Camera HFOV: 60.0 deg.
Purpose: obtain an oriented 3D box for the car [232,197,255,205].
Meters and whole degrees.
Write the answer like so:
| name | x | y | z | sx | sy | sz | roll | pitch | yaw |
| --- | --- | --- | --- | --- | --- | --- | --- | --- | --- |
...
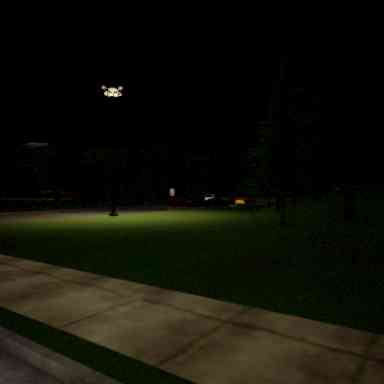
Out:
| name | x | y | z | sx | sy | sz | roll | pitch | yaw |
| --- | --- | --- | --- | --- | --- | --- | --- | --- | --- |
| car | 9.685 | 1.606 | 60.279 | 1.882 | 1.535 | 5.008 | 0 | 0 | 36 |

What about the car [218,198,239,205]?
| name | x | y | z | sx | sy | sz | roll | pitch | yaw |
| --- | --- | --- | --- | --- | --- | --- | --- | --- | --- |
| car | 6.877 | 1.746 | 62.367 | 1.895 | 1.301 | 4.718 | 0 | 0 | 36 |

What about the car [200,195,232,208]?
| name | x | y | z | sx | sy | sz | roll | pitch | yaw |
| --- | --- | --- | --- | --- | --- | --- | --- | --- | --- |
| car | 3.863 | 1.606 | 52.223 | 1.882 | 1.535 | 5.008 | 0 | 0 | 37 |

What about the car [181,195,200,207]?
| name | x | y | z | sx | sy | sz | roll | pitch | yaw |
| --- | --- | --- | --- | --- | --- | --- | --- | --- | --- |
| car | 0.824 | 1.650 | 54.004 | 1.837 | 1.490 | 4.892 | 0 | 0 | 37 |

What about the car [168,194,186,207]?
| name | x | y | z | sx | sy | sz | roll | pitch | yaw |
| --- | --- | --- | --- | --- | --- | --- | --- | --- | --- |
| car | -1.688 | 1.383 | 56.486 | 2.150 | 2.045 | 5.566 | 0 | 0 | 36 |
